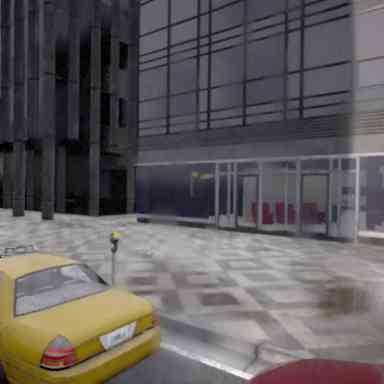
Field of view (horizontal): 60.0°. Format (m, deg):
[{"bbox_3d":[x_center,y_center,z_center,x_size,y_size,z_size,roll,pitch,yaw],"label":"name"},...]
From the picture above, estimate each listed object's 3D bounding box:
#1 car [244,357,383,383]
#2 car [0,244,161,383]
[{"bbox_3d":[2.103,1.597,1.462,4.206,1.307,1.802,1,1,35],"label":"car"},{"bbox_3d":[-2.656,1.449,4.857,4.829,1.417,1.752,1,1,35],"label":"car"}]
